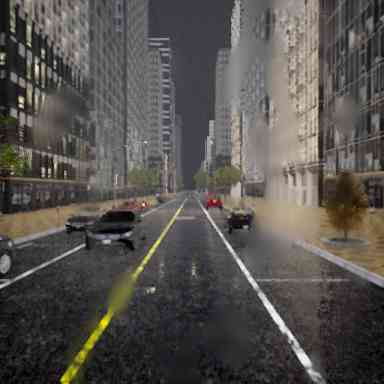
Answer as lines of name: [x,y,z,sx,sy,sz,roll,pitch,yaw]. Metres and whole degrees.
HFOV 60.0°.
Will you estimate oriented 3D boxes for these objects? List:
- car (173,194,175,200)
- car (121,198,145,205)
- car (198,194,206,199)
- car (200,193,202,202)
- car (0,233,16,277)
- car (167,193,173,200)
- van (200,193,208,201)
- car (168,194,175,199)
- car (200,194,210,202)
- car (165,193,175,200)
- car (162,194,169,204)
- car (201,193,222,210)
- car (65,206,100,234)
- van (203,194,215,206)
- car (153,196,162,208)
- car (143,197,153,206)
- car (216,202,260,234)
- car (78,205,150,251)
car: [-5.710,1.239,81.342,1.967,1.590,4.097,-1,0,0]
car: [-5.701,1.510,30.189,1.802,1.307,4.206,-1,0,0]
car: [2.669,1.319,92.711,2.008,1.369,4.403,-1,0,0]
car: [2.674,1.201,47.242,2.192,1.841,5.009,-1,0,0]
car: [-5.698,1.533,7.455,2.008,1.369,4.403,-1,0,0]
car: [-5.708,1.379,69.975,2.008,1.369,4.403,-1,0,0]
van: [2.669,1.154,75.659,1.690,1.788,3.998,-1,0,0]
car: [-5.712,1.351,92.710,1.802,1.307,4.206,-1,0,0]
car: [2.671,1.268,69.976,1.967,1.590,4.097,-1,0,0]
car: [-5.713,1.099,87.026,2.192,1.841,5.009,-1,0,0]
car: [-5.706,1.424,58.608,1.947,1.339,4.313,-1,0,0]
car: [2.675,1.215,41.558,2.192,1.841,5.009,-1,0,0]
car: [-5.700,1.506,18.822,2.008,1.369,4.403,-1,0,0]
van: [2.673,1.213,52.925,1.690,1.788,3.998,-1,0,0]
car: [-5.704,1.412,47.071,1.752,1.417,4.829,-1,0,0]
car: [-5.704,1.354,35.873,1.967,1.590,4.097,-1,0,0]
car: [2.681,1.505,18.823,2.008,1.369,4.403,-1,0,0]
car: [-3.000,1.492,14.034,1.812,1.442,4.674,0,0,0]
